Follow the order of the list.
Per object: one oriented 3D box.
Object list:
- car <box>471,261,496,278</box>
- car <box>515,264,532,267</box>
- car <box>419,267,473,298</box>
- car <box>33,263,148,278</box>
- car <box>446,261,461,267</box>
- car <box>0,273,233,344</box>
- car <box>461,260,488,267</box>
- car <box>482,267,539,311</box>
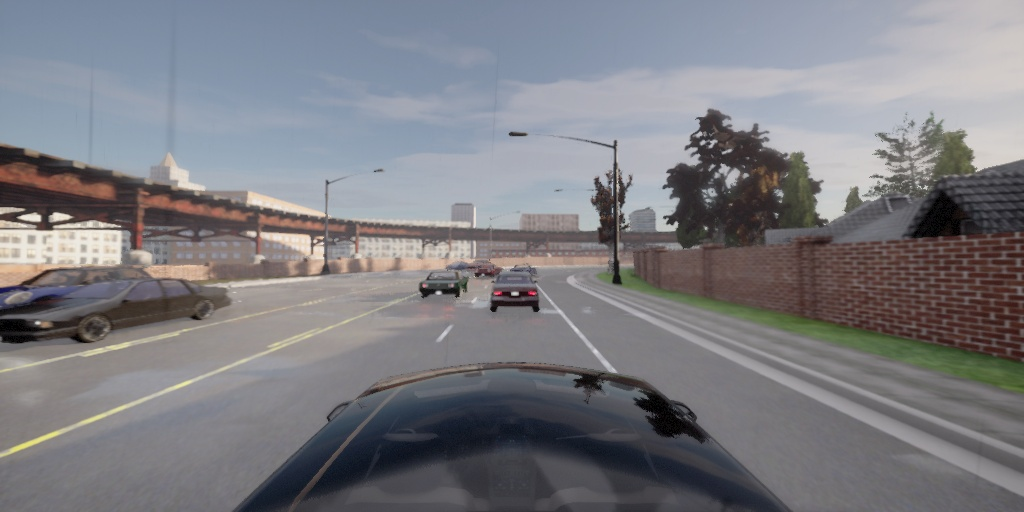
[{"bbox_3d":[-2.241,1.464,35.894,1.895,1.301,4.718,0,0,12],"label":"car"},{"bbox_3d":[1.304,1.444,35.867,1.895,1.301,4.718,0,0,13],"label":"car"},{"bbox_3d":[-3.395,1.420,18.851,1.895,1.301,4.718,0,0,0],"label":"car"},{"bbox_3d":[-14.079,1.143,11.555,2.097,1.767,4.553,0,0,0],"label":"car"},{"bbox_3d":[-7.736,1.507,51.779,1.812,1.442,4.674,-1,0,26],"label":"car"},{"bbox_3d":[-10.597,1.331,10.012,2.033,1.411,5.357,0,0,0],"label":"car"},{"bbox_3d":[-4.614,1.296,50.203,2.097,1.767,4.553,-1,-1,26],"label":"car"},{"bbox_3d":[0.103,1.350,14.812,2.033,1.411,5.357,0,0,0],"label":"car"}]
